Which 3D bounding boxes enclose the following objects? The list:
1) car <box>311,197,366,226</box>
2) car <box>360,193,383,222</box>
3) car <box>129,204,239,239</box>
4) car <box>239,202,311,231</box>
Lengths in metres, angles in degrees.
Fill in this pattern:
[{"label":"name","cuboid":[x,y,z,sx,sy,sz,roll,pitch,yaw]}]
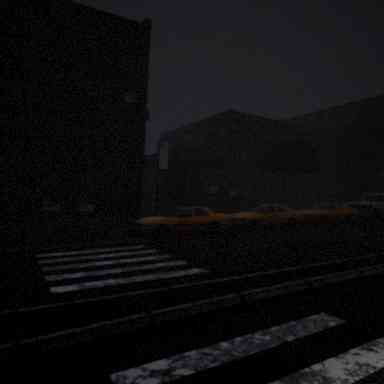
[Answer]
[{"label":"car","cuboid":[9.066,1.356,22.524,5.366,1.575,1.946,0,0,-30]},{"label":"car","cuboid":[14.072,1.086,25.469,5.566,2.045,2.435,0,0,-31]},{"label":"car","cuboid":[-0.459,1.402,16.928,5.366,1.575,1.946,0,0,-30]},{"label":"car","cuboid":[4.305,1.378,19.721,5.366,1.575,1.946,0,0,-30]}]
